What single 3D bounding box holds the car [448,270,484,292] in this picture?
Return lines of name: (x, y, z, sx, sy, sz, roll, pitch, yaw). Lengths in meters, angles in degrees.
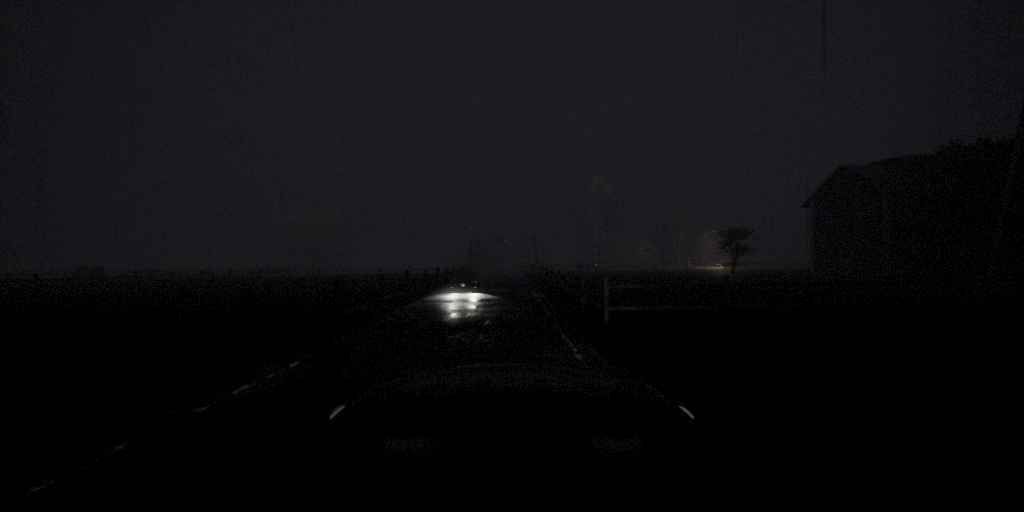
car: (-2.904, 1.580, 23.403, 1.994, 1.385, 4.181, 0, -1, 0)
